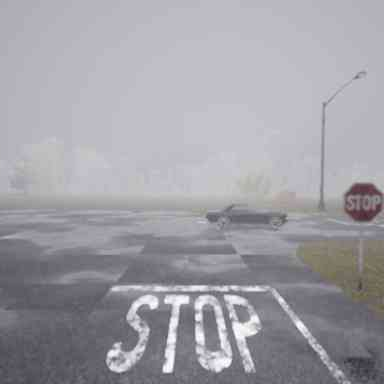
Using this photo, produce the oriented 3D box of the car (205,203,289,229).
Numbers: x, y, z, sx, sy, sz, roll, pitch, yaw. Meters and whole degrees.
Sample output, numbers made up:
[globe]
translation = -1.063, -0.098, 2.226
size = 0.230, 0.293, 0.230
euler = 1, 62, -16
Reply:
[car]
translation = 3.113, 1.338, 19.319
size = 4.718, 1.301, 1.895
euler = 1, 1, 0
